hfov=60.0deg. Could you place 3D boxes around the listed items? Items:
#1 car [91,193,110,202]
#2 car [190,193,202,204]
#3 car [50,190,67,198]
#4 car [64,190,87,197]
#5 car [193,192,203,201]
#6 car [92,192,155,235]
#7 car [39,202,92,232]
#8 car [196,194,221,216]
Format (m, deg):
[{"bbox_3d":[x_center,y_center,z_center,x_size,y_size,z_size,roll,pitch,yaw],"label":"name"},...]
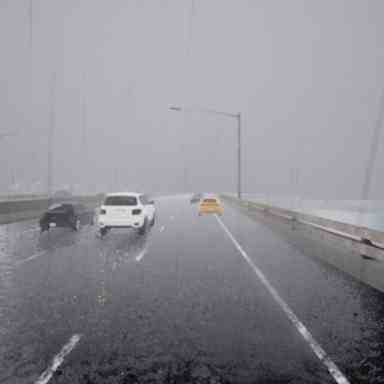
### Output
[{"bbox_3d":[-16.467,0.895,59.907,1.837,1.490,4.892,0,1,2],"label":"car"},{"bbox_3d":[0.712,1.106,48.772,1.895,1.301,4.718,0,1,2],"label":"car"},{"bbox_3d":[-23.454,0.615,60.120,2.150,2.045,5.566,0,1,2],"label":"car"},{"bbox_3d":[-20.016,0.903,58.651,2.128,1.511,4.902,0,1,3],"label":"car"},{"bbox_3d":[1.258,0.831,65.621,1.882,1.535,5.008,0,1,2],"label":"car"},{"bbox_3d":[-3.299,1.031,17.747,2.150,2.045,5.566,0,1,1],"label":"car"},{"bbox_3d":[-6.787,1.303,18.686,1.837,1.490,4.892,0,1,1],"label":"car"},{"bbox_3d":[1.469,1.178,28.659,1.882,1.535,5.008,0,1,1],"label":"car"}]
